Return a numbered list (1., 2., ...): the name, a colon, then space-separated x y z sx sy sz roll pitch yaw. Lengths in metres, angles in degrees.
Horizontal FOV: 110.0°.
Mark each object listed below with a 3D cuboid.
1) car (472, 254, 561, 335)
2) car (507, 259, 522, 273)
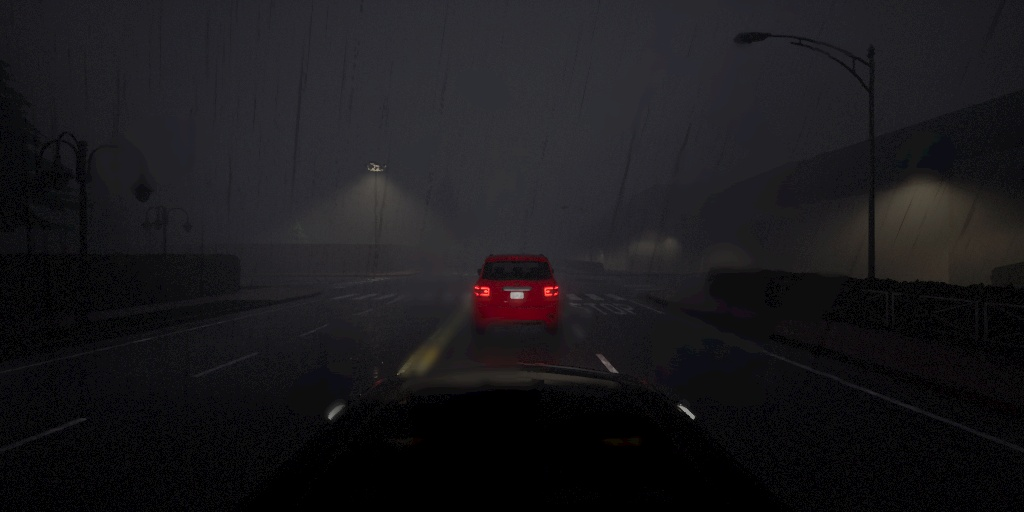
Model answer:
1. car: 0.116 0.971 10.664 2.150 2.045 5.566 0 0 0
2. car: 0.333 1.224 45.522 1.882 1.535 5.008 0 0 1
